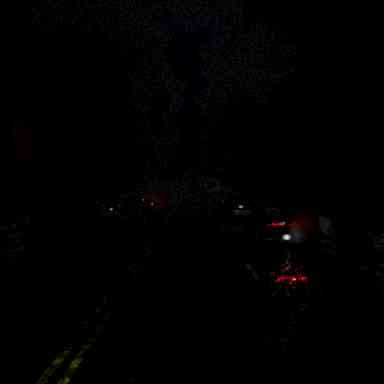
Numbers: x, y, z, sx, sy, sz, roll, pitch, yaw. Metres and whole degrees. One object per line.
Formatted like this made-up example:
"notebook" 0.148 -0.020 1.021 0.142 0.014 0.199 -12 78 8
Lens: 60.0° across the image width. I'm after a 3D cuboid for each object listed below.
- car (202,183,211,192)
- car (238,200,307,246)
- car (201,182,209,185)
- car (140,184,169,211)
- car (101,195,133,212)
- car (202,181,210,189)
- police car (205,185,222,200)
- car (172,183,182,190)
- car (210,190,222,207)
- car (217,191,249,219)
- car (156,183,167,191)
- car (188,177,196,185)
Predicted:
"car" 3.264 -0.240 57.359 2.033 1.649 4.856 0 3 0
"car" 3.354 1.315 14.192 1.837 1.490 4.892 0 1 0
"car" 3.267 -0.876 68.329 1.882 1.535 5.008 0 4 0
"car" -3.341 0.588 30.756 2.150 2.045 5.566 0 2 0
"car" -6.592 0.943 29.829 2.033 1.411 5.357 0 2 0
"car" 3.270 -1.701 79.297 1.837 1.490 4.892 0 5 0
"police car" 3.262 0.246 46.494 1.930 1.638 5.238 0 2 0
"car" -3.232 -1.257 72.317 1.837 1.490 4.892 0 4 0
"car" 3.259 0.770 35.397 1.994 1.385 4.181 0 2 0
"car" 3.256 0.994 24.403 2.033 1.649 4.856 0 2 0
"car" -6.482 -1.026 70.879 1.812 1.442 4.674 0 4 0
"car" 0.022 -2.641 89.778 1.812 1.442 4.674 0 5 0
